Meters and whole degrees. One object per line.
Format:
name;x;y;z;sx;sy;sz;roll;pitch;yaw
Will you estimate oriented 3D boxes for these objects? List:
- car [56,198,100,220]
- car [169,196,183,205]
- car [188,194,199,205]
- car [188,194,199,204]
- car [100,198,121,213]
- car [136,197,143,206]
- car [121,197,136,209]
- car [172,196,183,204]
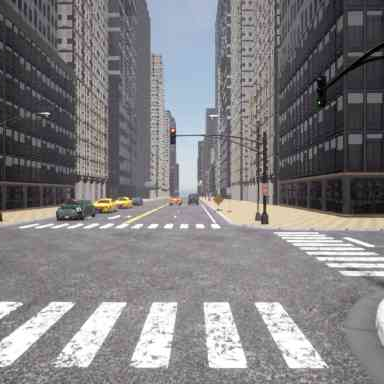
car;-9.766;1.374;28.236;2.097;1.767;4.553;0;0;0
car;-2.971;1.452;59.942;2.097;1.767;4.553;0;0;0
car;0.278;1.606;60.154;1.837;1.490;4.892;0;0;0
car;0.281;1.361;70.361;2.150;2.045;5.566;0;0;0
car;-9.741;1.516;37.423;1.882;1.535;5.008;0;0;0
car;-9.635;1.640;57.752;2.033;1.411;5.357;0;0;1
car;-9.707;1.538;47.105;1.882;1.535;5.008;0;0;0
car;-2.971;1.633;70.131;2.128;1.511;4.902;0;0;0
